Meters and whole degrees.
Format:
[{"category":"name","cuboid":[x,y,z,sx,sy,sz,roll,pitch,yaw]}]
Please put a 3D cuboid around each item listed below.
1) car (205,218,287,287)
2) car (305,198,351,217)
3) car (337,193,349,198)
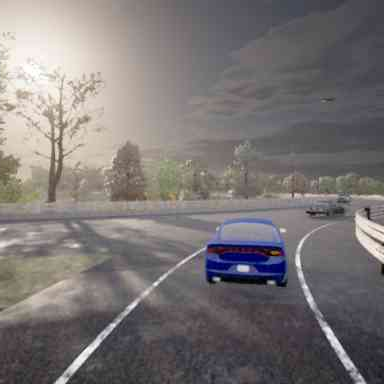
[{"category":"car","cuboid":[1.620,1.461,9.430,1.882,1.535,5.008,0,0,13]},{"category":"car","cuboid":[12.453,1.512,30.620,5.357,1.411,2.033,0,0,-42]},{"category":"car","cuboid":[26.380,1.446,57.901,1.837,1.490,4.892,1,1,32]}]
